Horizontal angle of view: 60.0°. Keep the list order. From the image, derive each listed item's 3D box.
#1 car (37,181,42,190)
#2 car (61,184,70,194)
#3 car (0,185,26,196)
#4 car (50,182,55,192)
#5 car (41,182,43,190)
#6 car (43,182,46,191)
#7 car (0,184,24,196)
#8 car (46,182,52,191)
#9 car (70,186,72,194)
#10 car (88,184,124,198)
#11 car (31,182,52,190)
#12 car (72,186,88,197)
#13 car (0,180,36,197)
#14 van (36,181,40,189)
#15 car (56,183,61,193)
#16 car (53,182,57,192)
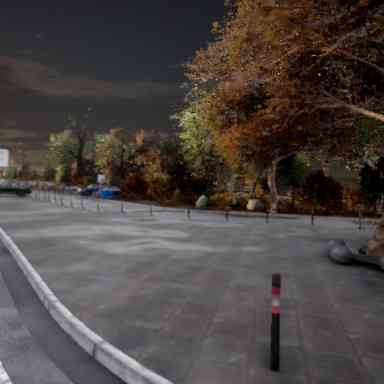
[{"bbox_3d":[-31.856,-1.012,75.887,5.008,1.535,2.097,1,1,-36],"label":"car"},{"bbox_3d":[-20.282,-0.288,59.727,4.892,1.521,2.231,1,1,-36],"label":"car"},{"bbox_3d":[-25.506,-0.202,45.448,4.674,1.452,2.002,1,1,-36],"label":"car"},{"bbox_3d":[-25.189,-0.567,66.627,4.792,1.488,2.163,1,1,-36],"label":"car"},{"bbox_3d":[-30.187,-1.034,73.606,4.553,1.767,2.185,1,1,-36],"label":"car"},{"bbox_3d":[-28.577,-0.807,71.294,5.008,1.535,2.097,1,1,-36],"label":"car"},{"bbox_3d":[-27.153,-0.341,47.742,5.008,1.535,2.097,1,1,-36],"label":"car"},{"bbox_3d":[-26.925,-0.704,69.007,5.008,1.535,2.097,1,1,-36],"label":"car"},{"bbox_3d":[-16.982,-0.085,55.149,4.892,1.521,2.231,1,1,-36],"label":"car"},{"bbox_3d":[-12.095,0.076,48.219,4.553,1.767,2.185,1,2,-36],"label":"car"},{"bbox_3d":[-38.455,-1.548,85.038,4.553,1.767,2.185,1,1,-36],"label":"car"},{"bbox_3d":[-15.428,-0.243,52.932,5.566,2.045,2.435,1,1,-36],"label":"car"},{"bbox_3d":[-23.871,-0.394,43.134,5.566,2.045,2.435,1,1,-36],"label":"car"},{"bbox_3d":[-33.328,-1.333,78.138,4.442,1.987,1.878,1,1,-36],"label":"van"},{"bbox_3d":[-21.927,-0.392,62.020,5.008,1.535,2.097,1,1,-36],"label":"car"},{"bbox_3d":[-23.571,-0.494,64.314,5.008,1.535,2.097,1,1,-36],"label":"car"}]
